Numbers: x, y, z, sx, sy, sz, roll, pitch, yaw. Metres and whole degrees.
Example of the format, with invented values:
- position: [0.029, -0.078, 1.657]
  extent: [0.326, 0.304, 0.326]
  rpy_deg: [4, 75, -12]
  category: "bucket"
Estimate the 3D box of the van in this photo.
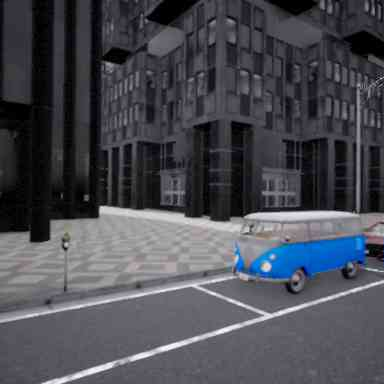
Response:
- position: [2.886, 1.410, 8.714]
  extent: [3.998, 1.788, 1.690]
  rpy_deg: [1, 0, -36]
  category: "van"

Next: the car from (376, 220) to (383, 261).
- position: [7.368, 1.666, 11.919]
  extent: [4.507, 1.381, 1.887]
  rpy_deg: [1, 0, -36]
  category: "car"
